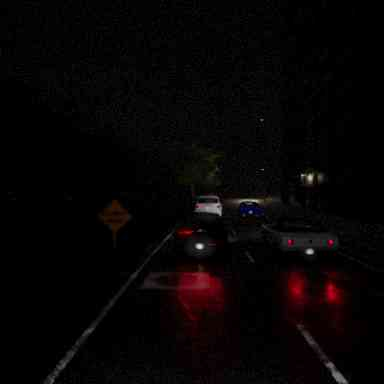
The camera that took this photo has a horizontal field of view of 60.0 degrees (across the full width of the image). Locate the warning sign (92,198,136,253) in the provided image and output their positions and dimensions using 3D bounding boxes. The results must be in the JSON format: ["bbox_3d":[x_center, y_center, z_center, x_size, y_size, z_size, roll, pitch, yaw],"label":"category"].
[{"bbox_3d":[-2.762,1.156,11.910,1.300,1.860,1.060,0,0,2],"label":"warning sign"}]

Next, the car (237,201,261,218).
[{"bbox_3d":[5.232,1.552,30.672,1.882,1.535,5.008,0,0,6],"label":"car"}]

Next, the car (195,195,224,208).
[{"bbox_3d":[1.473,1.294,28.345,2.150,2.045,5.566,0,0,6],"label":"car"}]

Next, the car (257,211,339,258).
[{"bbox_3d":[3.932,1.649,12.991,1.895,1.301,4.718,0,0,3],"label":"car"}]

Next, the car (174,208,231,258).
[{"bbox_3d":[0.421,1.545,12.953,1.837,1.490,4.892,0,-2,4],"label":"car"}]
